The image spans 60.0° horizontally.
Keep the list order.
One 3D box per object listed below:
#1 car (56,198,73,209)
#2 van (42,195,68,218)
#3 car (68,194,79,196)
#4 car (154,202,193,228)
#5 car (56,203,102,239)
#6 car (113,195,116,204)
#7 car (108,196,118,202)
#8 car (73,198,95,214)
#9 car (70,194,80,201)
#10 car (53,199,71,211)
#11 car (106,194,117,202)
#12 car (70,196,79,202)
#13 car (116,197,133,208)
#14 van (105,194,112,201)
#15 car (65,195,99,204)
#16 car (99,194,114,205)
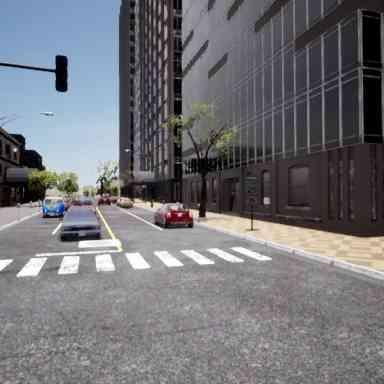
[{"bbox_3d":[-17.608,1.594,46.234,1.947,1.339,4.313,1,0,-17],"label":"car"},{"bbox_3d":[-12.632,1.359,30.394,1.690,1.788,3.998,1,0,-17],"label":"van"},{"bbox_3d":[-20.919,1.350,56.796,2.192,1.841,5.009,1,0,-17],"label":"car"},{"bbox_3d":[-1.318,1.455,22.328,1.967,1.590,4.097,1,0,-17],"label":"car"},{"bbox_3d":[-5.974,1.558,17.707,2.033,1.411,5.357,0,0,-21],"label":"car"},{"bbox_3d":[-11.316,1.560,54.175,1.752,1.417,4.829,1,0,-17],"label":"car"},{"bbox_3d":[-17.947,1.573,75.298,1.752,1.417,4.829,1,0,-17],"label":"car"},{"bbox_3d":[-11.992,1.514,37.069,2.128,1.511,4.902,0,0,-17],"label":"car"},{"bbox_3d":[-29.206,1.366,83.198,2.192,1.841,5.009,1,0,-17],"label":"car"},{"bbox_3d":[-15.950,1.607,40.953,1.802,1.307,4.206,1,0,-17],"label":"car"},{"bbox_3d":[-19.551,1.366,80.418,2.192,1.841,5.009,1,0,-17],"label":"car"},{"bbox_3d":[-27.502,1.573,77.755,1.752,1.417,4.829,1,0,-17],"label":"car"},{"bbox_3d":[-9.659,1.556,48.895,1.752,1.417,4.829,1,0,-17],"label":"car"},{"bbox_3d":[-22.866,1.399,90.979,1.690,1.788,3.998,1,0,-17],"label":"van"},{"bbox_3d":[-8.911,1.368,27.160,2.097,1.767,4.553,0,0,-17],"label":"car"},{"bbox_3d":[-15.132,1.388,57.310,2.097,1.767,4.553,0,0,-17],"label":"car"}]
